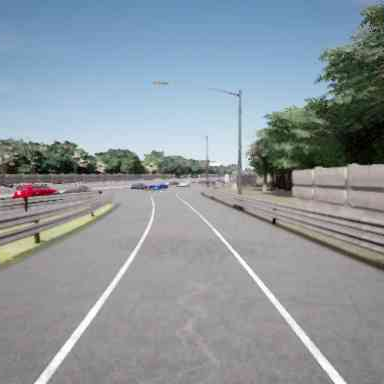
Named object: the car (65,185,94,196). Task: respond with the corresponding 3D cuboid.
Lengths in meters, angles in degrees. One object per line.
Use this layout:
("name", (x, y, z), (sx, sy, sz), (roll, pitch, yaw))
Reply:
("car", (-17.269, -0.316, 51.268), (1.812, 1.442, 4.674), (0, 3, 16))

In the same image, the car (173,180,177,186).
("car", (-2.644, -2.307, 88.623), (1.994, 1.385, 4.181), (0, 3, 16))

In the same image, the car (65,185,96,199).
("car", (-13.364, 0.228, 39.732), (1.837, 1.490, 4.892), (0, 3, 16))

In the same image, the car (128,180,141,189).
("car", (-11.353, -1.362, 71.383), (1.994, 1.385, 4.181), (0, 3, 16))

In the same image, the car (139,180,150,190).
("car", (-8.553, -1.186, 68.500), (1.895, 1.301, 4.718), (0, 3, 16))

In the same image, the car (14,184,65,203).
("car", (-17.558, 0.069, 37.869), (2.150, 2.045, 5.566), (0, 3, 16))

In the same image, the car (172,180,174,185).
("car", (-5.166, -2.501, 92.490), (2.033, 1.411, 5.357), (0, 3, 16))

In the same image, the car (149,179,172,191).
("car", (-6.044, -1.127, 64.625), (1.882, 1.535, 5.008), (0, 3, 16))

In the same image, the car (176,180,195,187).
("car", (-1.529, -1.829, 79.980), (1.895, 1.301, 4.718), (0, 3, 16))
